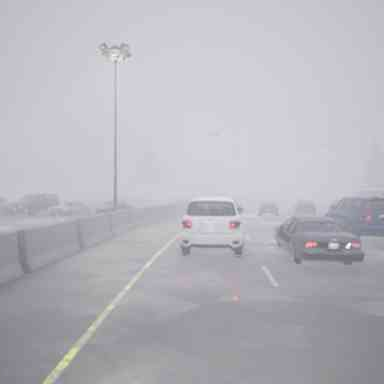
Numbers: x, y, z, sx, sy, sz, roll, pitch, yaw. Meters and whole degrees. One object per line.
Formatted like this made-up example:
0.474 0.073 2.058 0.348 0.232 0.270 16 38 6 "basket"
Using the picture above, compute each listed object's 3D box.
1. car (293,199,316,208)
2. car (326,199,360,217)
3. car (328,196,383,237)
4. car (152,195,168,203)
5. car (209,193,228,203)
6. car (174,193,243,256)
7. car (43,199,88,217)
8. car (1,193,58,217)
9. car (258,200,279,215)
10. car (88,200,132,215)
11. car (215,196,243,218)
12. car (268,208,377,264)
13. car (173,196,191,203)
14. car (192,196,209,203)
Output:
11.369 1.456 33.733 1.882 1.535 5.008 0 0 13 "car"
14.754 1.478 32.838 2.128 1.511 4.902 0 0 13 "car"
8.157 1.217 15.989 2.150 2.045 5.566 0 0 6 "car"
-6.586 1.418 68.488 1.812 1.442 4.674 0 0 22 "car"
5.580 1.136 69.926 2.150 2.045 5.566 0 0 26 "car"
0.856 1.205 13.245 2.150 2.045 5.566 0 0 6 "car"
-11.053 1.537 30.335 1.895 1.301 4.718 0 0 11 "car"
-14.503 1.150 30.867 2.150 2.045 5.566 0 0 11 "car"
7.492 1.497 32.561 1.812 1.442 4.674 0 0 12 "car"
-7.306 1.490 31.317 2.033 1.411 5.357 0 0 11 "car"
3.482 1.318 30.513 2.097 1.767 4.553 0 0 11 "car"
4.202 1.540 11.836 2.033 1.411 5.357 0 0 5 "car"
-2.036 1.488 70.109 1.895 1.301 4.718 0 0 24 "car"
1.861 1.491 70.199 1.895 1.301 4.718 0 0 24 "car"
